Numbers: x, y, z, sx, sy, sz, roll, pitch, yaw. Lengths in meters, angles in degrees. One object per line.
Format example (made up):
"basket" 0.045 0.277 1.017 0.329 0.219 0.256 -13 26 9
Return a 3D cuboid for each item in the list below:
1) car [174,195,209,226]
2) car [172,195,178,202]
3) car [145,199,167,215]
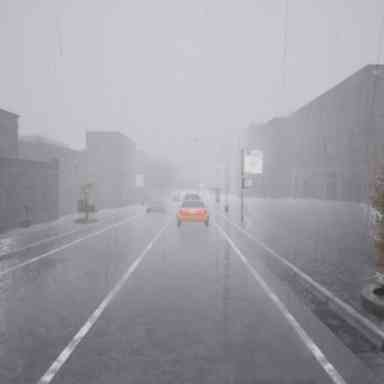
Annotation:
"car" 0.064 1.345 23.566 2.097 1.767 4.553 0 0 0
"car" -3.429 1.389 75.260 2.097 1.767 4.553 0 0 0
"car" -3.560 1.509 33.893 1.837 1.490 4.892 0 0 0
